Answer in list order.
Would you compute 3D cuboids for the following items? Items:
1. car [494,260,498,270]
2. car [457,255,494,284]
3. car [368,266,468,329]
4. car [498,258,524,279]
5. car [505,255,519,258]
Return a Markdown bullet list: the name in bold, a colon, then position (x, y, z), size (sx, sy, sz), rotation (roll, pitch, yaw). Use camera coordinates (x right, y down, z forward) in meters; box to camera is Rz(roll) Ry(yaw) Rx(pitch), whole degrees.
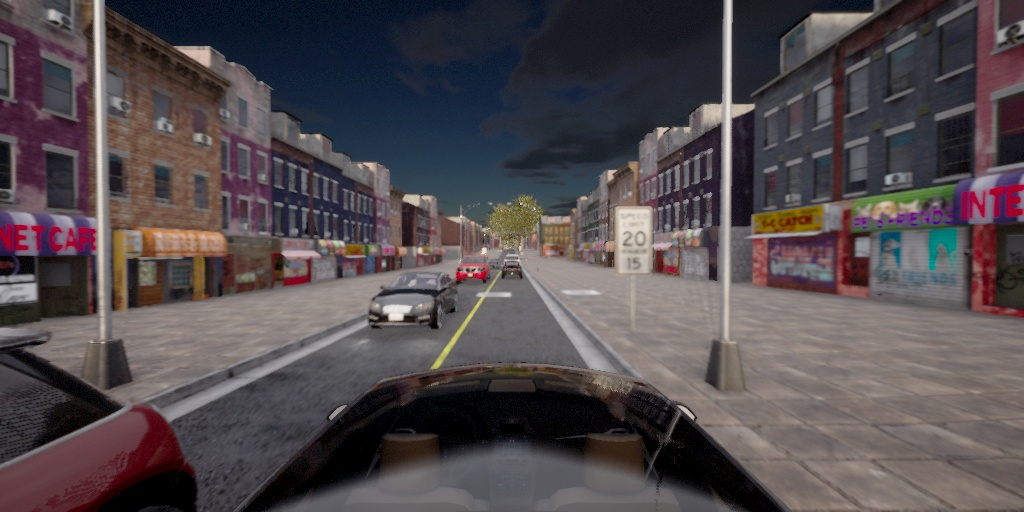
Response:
- **car**: position (-2.731, 1.211, 49.879), size (1.994, 1.385, 4.181), rotation (0, 0, 0)
- **car**: position (-2.814, 0.914, 27.120), size (2.150, 2.045, 5.566), rotation (0, 0, 0)
- **car**: position (-2.844, 1.230, 11.245), size (2.128, 1.511, 4.902), rotation (0, 0, 0)
- **car**: position (0.019, 1.181, 31.982), size (1.837, 1.490, 4.892), rotation (0, 0, 0)
- **car**: position (0.053, 0.853, 45.439), size (2.150, 2.045, 5.566), rotation (0, 1, 1)
